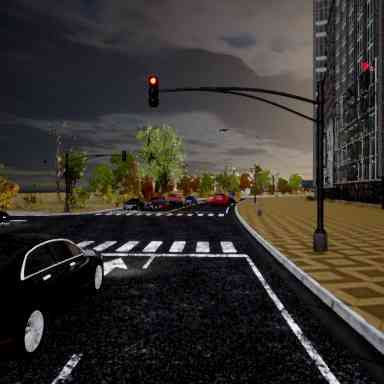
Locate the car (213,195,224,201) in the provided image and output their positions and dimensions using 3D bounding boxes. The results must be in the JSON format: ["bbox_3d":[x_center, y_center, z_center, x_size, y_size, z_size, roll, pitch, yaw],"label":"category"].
[{"bbox_3d":[6.469,1.392,80.534,1.812,1.442,4.674,0,0,14],"label":"car"}]

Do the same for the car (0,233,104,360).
[{"bbox_3d":[-3.011,1.504,5.935,1.837,1.490,4.892,0,0,1],"label":"car"}]

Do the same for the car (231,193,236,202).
[{"bbox_3d":[9.787,1.246,80.433,2.150,2.045,5.566,0,0,14],"label":"car"}]

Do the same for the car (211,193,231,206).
[{"bbox_3d":[4.854,1.229,55.012,2.150,2.045,5.566,0,0,10],"label":"car"}]

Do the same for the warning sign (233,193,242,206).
[{"bbox_3d":[6.554,1.122,48.257,1.300,1.860,1.060,0,0,8],"label":"warning sign"}]

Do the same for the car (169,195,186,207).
[{"bbox_3d":[-2.608,1.603,50.593,1.895,1.301,4.718,0,0,9],"label":"car"}]

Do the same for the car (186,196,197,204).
[{"bbox_3d":[-0.216,1.533,64.660,1.812,1.442,4.674,0,0,11],"label":"car"}]

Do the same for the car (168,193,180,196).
[{"bbox_3d":[-3.609,1.227,64.218,2.150,2.045,5.566,0,0,11],"label":"car"}]

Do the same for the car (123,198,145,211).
[{"bbox_3d":[-7.104,1.524,41.486,1.812,1.442,4.674,0,0,7],"label":"car"}]

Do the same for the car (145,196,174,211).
[{"bbox_3d":[-3.926,1.564,40.701,1.994,1.385,4.181,0,0,7],"label":"car"}]

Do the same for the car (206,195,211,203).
[{"bbox_3d":[4.324,1.362,70.802,2.097,1.767,4.553,0,0,12],"label":"car"}]

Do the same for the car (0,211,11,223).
[{"bbox_3d":[-14.965,1.589,23.028,4.181,1.385,1.994,0,0,-2],"label":"car"}]
